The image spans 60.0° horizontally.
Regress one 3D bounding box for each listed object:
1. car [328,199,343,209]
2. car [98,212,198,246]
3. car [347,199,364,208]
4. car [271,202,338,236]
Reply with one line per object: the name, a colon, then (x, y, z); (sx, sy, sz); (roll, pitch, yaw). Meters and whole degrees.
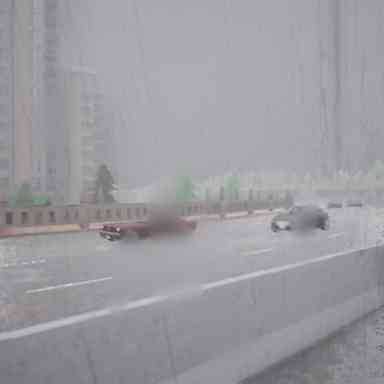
car: (21.909, 1.814, 50.945); (1.882, 1.535, 5.008); (0, -1, 21)
car: (-2.004, 1.679, 16.043); (4.718, 1.301, 1.895); (0, 0, -42)
car: (27.309, 1.922, 55.829); (2.033, 1.411, 5.357); (0, -1, 17)
car: (6.407, 1.576, 19.363); (2.128, 1.511, 4.902); (0, 0, 43)
